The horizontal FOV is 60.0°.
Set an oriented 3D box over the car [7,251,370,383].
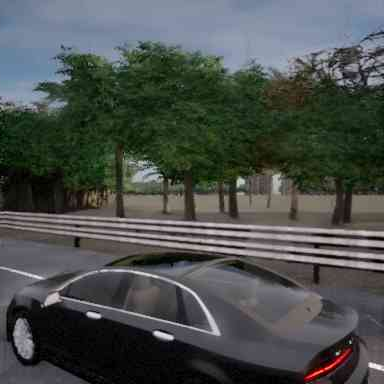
[{"bbox_3d":[-0.506,1.540,4.262,4.892,1.490,1.837,-1,0,36],"label":"car"}]
